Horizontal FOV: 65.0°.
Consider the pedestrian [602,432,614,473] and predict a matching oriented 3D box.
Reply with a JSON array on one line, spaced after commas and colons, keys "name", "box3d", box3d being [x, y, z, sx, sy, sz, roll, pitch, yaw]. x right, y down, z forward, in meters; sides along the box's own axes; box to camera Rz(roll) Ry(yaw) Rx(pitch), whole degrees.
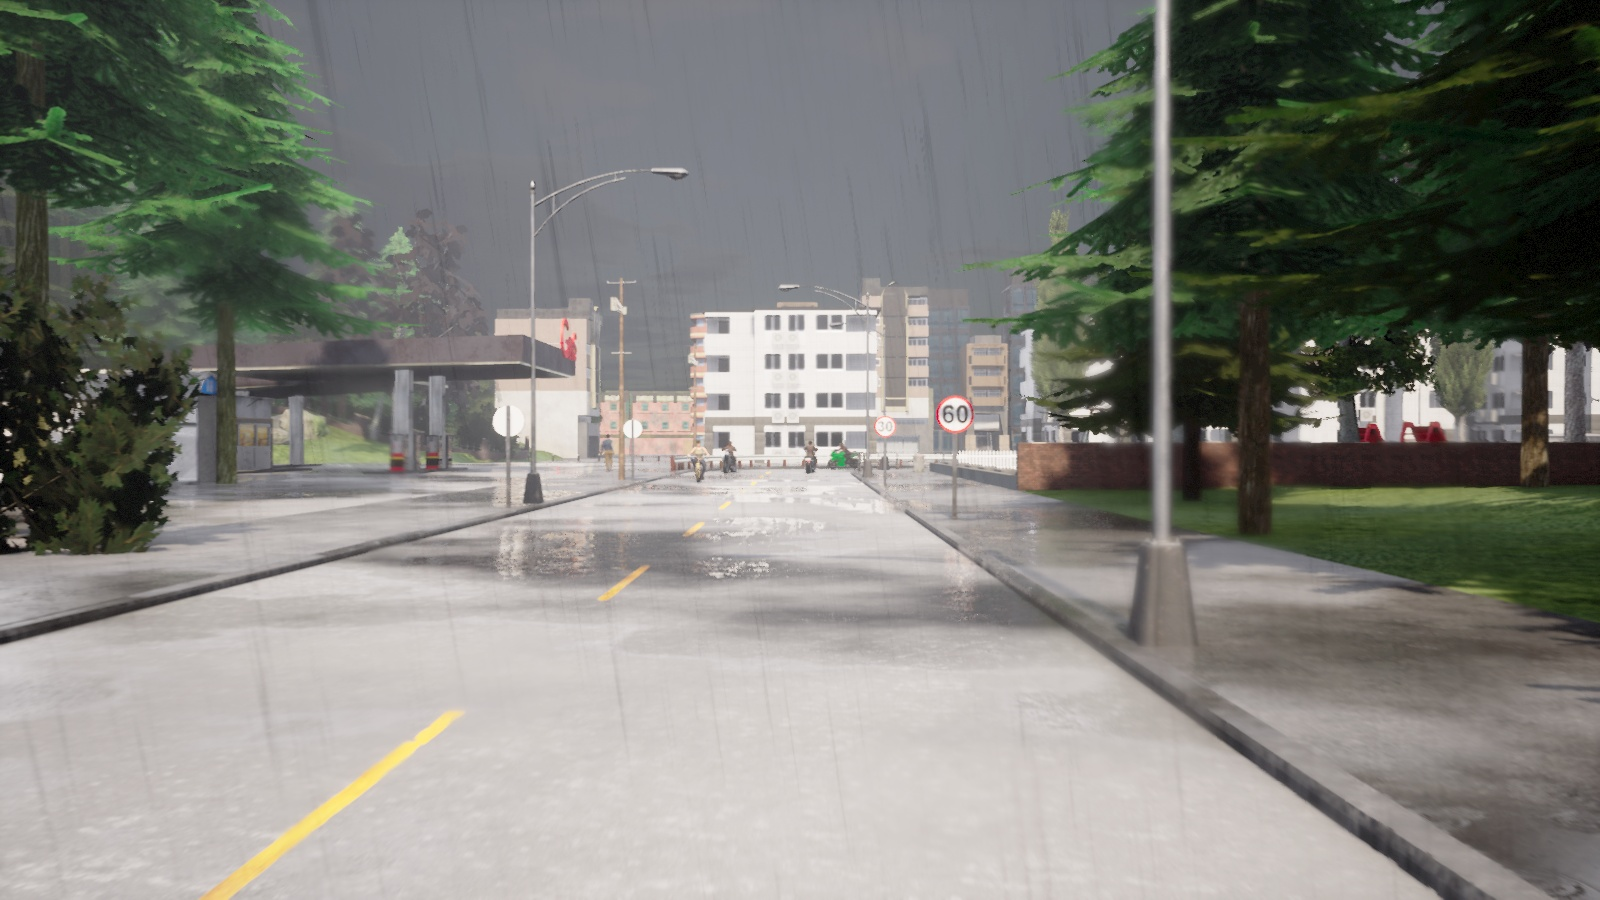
[{"name": "pedestrian", "box3d": [-9.169, 0.111, 59.990, 0.423, 1.949, 0.788, 0, 0, 1]}]

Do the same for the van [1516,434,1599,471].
[{"name": "van", "box3d": [41.903, 0.146, 68.668, 4.442, 1.987, 1.775, 0, 0, 0]}]

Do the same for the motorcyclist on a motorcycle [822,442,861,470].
[{"name": "motorcyclist on a motorcycle", "box3d": [2.367, 0.332, 71.125, 2.044, 1.523, 0.797, 0, 2, -27]}]

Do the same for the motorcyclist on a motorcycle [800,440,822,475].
[{"name": "motorcyclist on a motorcycle", "box3d": [0.544, 0.350, 61.687, 0.766, 1.649, 2.350, 1, 0, 8]}]

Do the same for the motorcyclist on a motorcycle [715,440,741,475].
[{"name": "motorcyclist on a motorcycle", "box3d": [-3.517, 0.347, 61.659, 0.766, 1.649, 2.350, 1, 1, 9]}]
